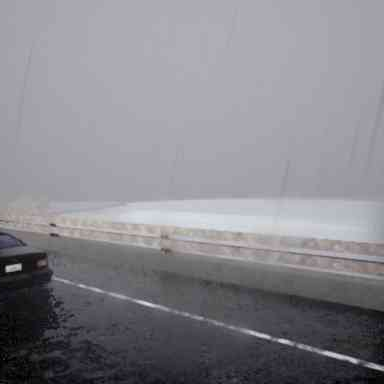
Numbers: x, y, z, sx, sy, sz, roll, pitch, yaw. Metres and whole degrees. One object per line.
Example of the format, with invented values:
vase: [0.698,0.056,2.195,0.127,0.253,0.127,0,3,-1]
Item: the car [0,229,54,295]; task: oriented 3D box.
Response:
car: [-5.545,1.549,8.075,5.357,1.411,2.033,0,0,36]
